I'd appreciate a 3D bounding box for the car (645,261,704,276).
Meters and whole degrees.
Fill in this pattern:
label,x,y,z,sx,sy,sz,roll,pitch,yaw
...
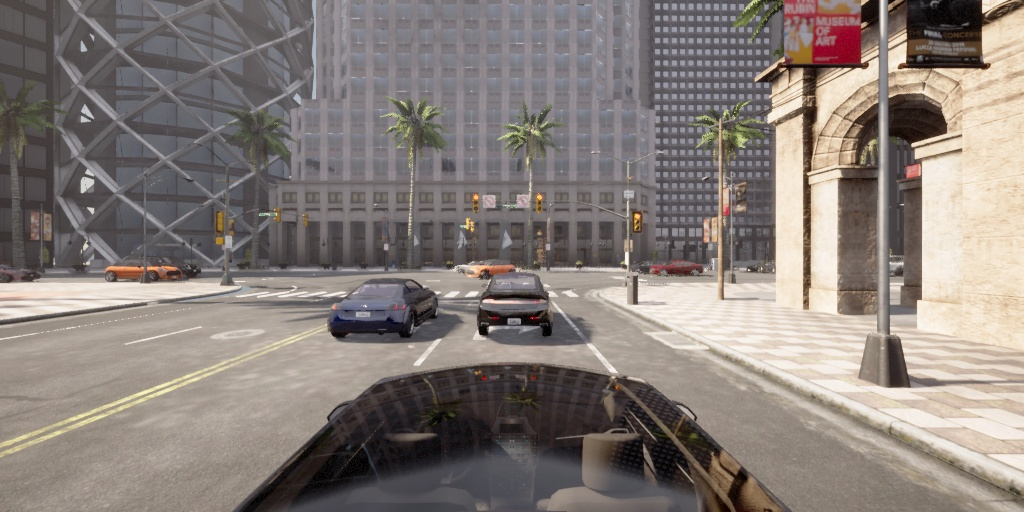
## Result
label,x,y,z,sx,sy,sz,roll,pitch,yaw
car,16.404,1.228,35.845,5.008,1.535,1.882,0,0,0

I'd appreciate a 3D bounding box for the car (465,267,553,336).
label,x,y,z,sx,sy,sz,roll,pitch,yaw
car,0.118,1.242,10.392,2.128,1.511,4.902,0,0,2

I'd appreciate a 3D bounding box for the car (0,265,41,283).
label,x,y,z,sx,sy,sz,roll,pitch,yaw
car,-38.774,1.313,26.846,4.181,1.385,1.994,0,0,-21

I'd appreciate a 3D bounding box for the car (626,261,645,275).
label,x,y,z,sx,sy,sz,roll,pitch,yaw
car,15.028,1.255,39.349,4.892,1.490,1.837,0,0,0

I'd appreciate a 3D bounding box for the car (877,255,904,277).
label,x,y,z,sx,sy,sz,roll,pitch,yaw
car,36.144,0.971,35.777,5.566,2.045,2.150,0,0,0

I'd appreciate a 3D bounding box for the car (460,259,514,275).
label,x,y,z,sx,sy,sz,roll,pitch,yaw
car,-1.885,1.102,31.579,4.553,1.767,2.097,0,0,-41

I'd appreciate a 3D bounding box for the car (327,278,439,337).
label,x,y,z,sx,sy,sz,roll,pitch,yaw
car,-3.419,1.314,10.261,1.994,1.385,4.181,0,0,0

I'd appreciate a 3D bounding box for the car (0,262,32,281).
label,x,y,z,sx,sy,sz,roll,pitch,yaw
car,-43.081,1.242,28.833,4.902,1.511,2.128,0,0,-26

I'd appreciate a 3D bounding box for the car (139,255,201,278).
label,x,y,z,sx,sy,sz,roll,pitch,yaw
car,-31.167,0.971,31.965,5.566,2.045,2.150,0,0,-3

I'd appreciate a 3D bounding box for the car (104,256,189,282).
label,x,y,z,sx,sy,sz,roll,pitch,yaw
car,-29.127,1.102,28.469,4.553,1.767,2.097,0,0,-3

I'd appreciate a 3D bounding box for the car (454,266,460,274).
label,x,y,z,sx,sy,sz,roll,pitch,yaw
car,-3.982,1.276,39.408,4.674,1.442,1.812,0,0,0

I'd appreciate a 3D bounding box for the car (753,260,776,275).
label,x,y,z,sx,sy,sz,roll,pitch,yaw
car,29.740,1.254,39.302,4.892,1.490,1.837,0,0,0
